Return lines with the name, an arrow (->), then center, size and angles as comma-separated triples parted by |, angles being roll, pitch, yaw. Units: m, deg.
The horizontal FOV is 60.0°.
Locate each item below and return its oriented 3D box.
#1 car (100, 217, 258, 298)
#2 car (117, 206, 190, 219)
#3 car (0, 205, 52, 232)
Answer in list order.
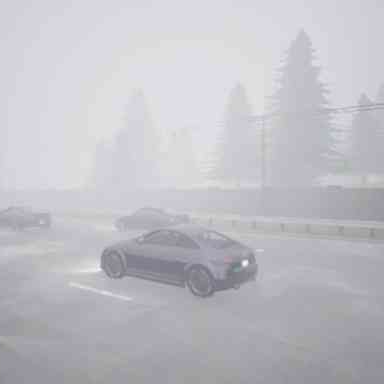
car -> -0.438, 1.561, 8.601 | 4.181, 1.385, 1.994 | 0, 0, 35
car -> -2.200, 1.518, 18.455 | 4.674, 1.442, 1.812 | 0, 0, 36
car -> -10.252, 1.514, 19.899 | 4.674, 1.442, 1.812 | 0, 0, 35
